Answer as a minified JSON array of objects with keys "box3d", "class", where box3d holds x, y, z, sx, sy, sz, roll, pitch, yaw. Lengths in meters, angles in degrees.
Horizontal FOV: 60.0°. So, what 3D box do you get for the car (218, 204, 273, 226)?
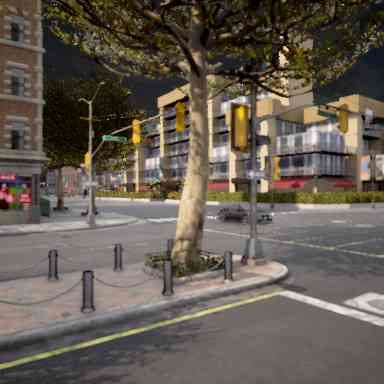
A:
[{"box3d":[3.720,1.565,23.817,1.994,1.385,4.181,0,0,-36],"class":"car"}]
